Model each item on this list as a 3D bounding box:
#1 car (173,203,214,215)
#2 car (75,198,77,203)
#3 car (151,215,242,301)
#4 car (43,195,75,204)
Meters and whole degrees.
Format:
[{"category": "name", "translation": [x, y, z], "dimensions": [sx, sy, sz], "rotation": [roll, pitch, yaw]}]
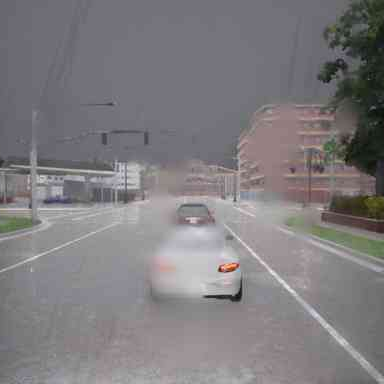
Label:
[{"category": "car", "translation": [0.064, 1.352, 17.181], "dimensions": [2.097, 1.767, 4.553], "rotation": [0, 0, 0]}, {"category": "car", "translation": [-24.167, 1.456, 63.639], "dimensions": [3.806, 1.475, 1.970], "rotation": [0, 0, 1]}, {"category": "car", "translation": [0.087, 1.526, 8.188], "dimensions": [1.812, 1.442, 4.674], "rotation": [0, 0, 0]}, {"category": "car", "translation": [-23.437, 1.295, 57.889], "dimensions": [4.611, 1.667, 2.242], "rotation": [0, 0, 1]}]
